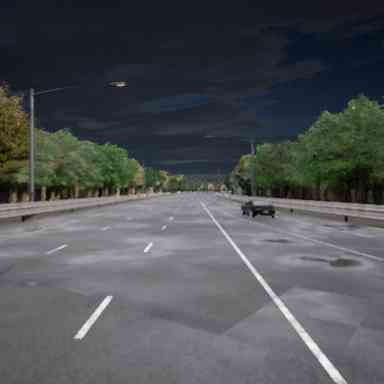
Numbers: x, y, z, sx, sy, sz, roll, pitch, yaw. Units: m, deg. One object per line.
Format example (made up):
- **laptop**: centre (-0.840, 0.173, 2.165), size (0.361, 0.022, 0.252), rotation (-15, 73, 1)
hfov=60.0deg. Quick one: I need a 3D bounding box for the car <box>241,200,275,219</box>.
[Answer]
- **car**: centre (5.631, 1.423, 28.942), size (1.882, 1.535, 5.008), rotation (0, 0, -6)
